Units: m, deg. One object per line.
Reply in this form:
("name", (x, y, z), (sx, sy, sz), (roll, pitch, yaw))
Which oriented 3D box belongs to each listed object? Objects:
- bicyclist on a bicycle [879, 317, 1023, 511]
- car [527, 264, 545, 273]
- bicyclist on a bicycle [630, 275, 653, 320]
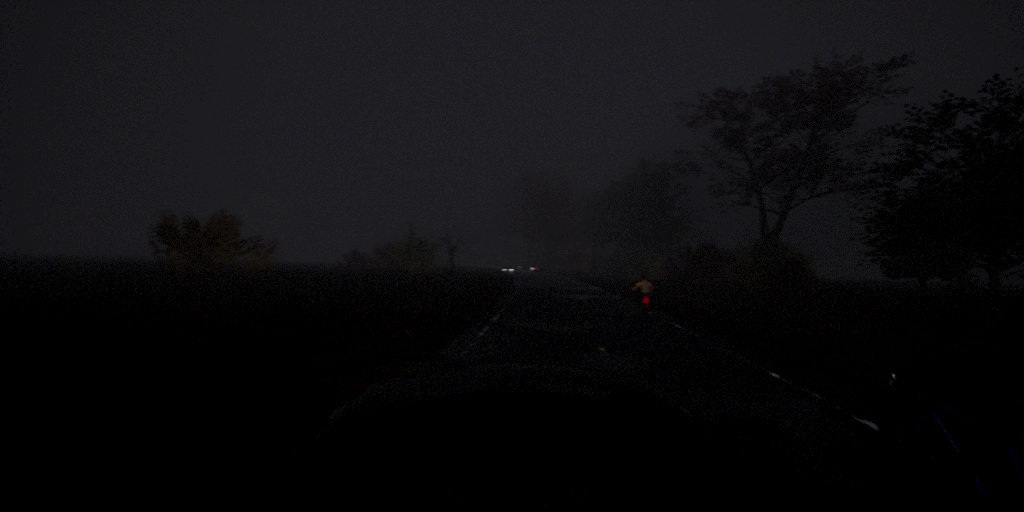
("bicyclist on a bicycle", (3.748, 1.349, 2.938), (0.582, 1.620, 1.656), (2, -1, 7))
("car", (4.266, 2.120, 59.693), (2.033, 1.411, 5.357), (2, -1, -5))
("bicyclist on a bicycle", (4.853, 1.489, 13.313), (0.866, 1.612, 1.509), (2, -1, 6))
